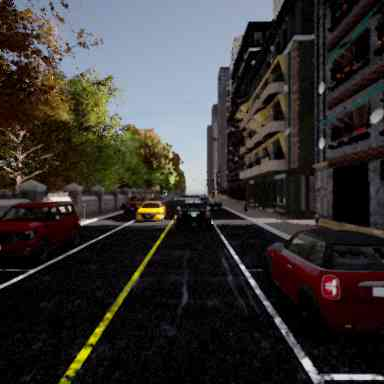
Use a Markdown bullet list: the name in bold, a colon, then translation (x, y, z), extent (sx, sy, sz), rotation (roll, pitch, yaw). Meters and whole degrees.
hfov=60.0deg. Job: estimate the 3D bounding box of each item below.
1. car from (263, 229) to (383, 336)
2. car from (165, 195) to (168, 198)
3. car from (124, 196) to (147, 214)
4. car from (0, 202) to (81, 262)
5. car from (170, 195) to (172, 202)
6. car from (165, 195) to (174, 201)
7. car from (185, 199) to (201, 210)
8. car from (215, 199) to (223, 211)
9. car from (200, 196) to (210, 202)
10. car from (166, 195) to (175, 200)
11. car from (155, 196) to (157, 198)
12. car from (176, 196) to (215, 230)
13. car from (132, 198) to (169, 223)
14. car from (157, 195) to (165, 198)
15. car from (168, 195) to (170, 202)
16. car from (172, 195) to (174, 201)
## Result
- **car**: translation (2.698, 1.435, 6.655), extent (1.967, 1.590, 4.097), rotation (0, 0, 0)
- **car**: translation (-5.654, 1.410, 56.505), extent (1.967, 1.590, 4.097), rotation (0, 0, 0)
- **car**: translation (-5.666, 1.292, 34.351), extent (2.192, 1.841, 5.009), rotation (0, 0, 0)
- **car**: translation (-5.679, 1.306, 12.196), extent (2.192, 1.841, 5.009), rotation (0, 0, 0)
- **car**: translation (-5.649, 1.494, 67.412), extent (1.752, 1.417, 4.829), rotation (0, 0, 0)
- **car**: translation (-5.717, 1.521, 84.197), extent (2.008, 1.369, 4.403), rotation (0, 0, 0)
- **car**: translation (0.125, 1.574, 43.292), extent (1.895, 1.301, 4.718), rotation (0, 0, 0)
- **car**: translation (2.716, 1.525, 39.887), extent (2.008, 1.369, 4.403), rotation (0, 0, 0)
- **car**: translation (2.734, 1.520, 73.119), extent (2.008, 1.369, 4.403), rotation (0, 0, 0)
- **car**: translation (-5.766, 1.516, 89.737), extent (1.887, 1.381, 4.507), rotation (0, 0, 0)
- **car**: translation (-5.664, 1.500, 39.719), extent (1.752, 1.417, 4.829), rotation (0, 0, 0)
- **car**: translation (0.114, 1.336, 21.158), extent (2.097, 1.767, 4.553), rotation (0, 0, 0)
- **car**: translation (-3.081, 1.460, 25.859), extent (1.882, 1.535, 5.008), rotation (0, 0, 0)
- **car**: translation (-5.658, 1.537, 50.967), extent (1.947, 1.339, 4.313), rotation (0, 0, 0)
- **car**: translation (-5.652, 1.551, 62.044), extent (1.802, 1.307, 4.206), rotation (0, 0, 0)
- **car**: translation (-5.646, 1.409, 73.122), extent (1.967, 1.590, 4.097), rotation (0, 0, 0)
